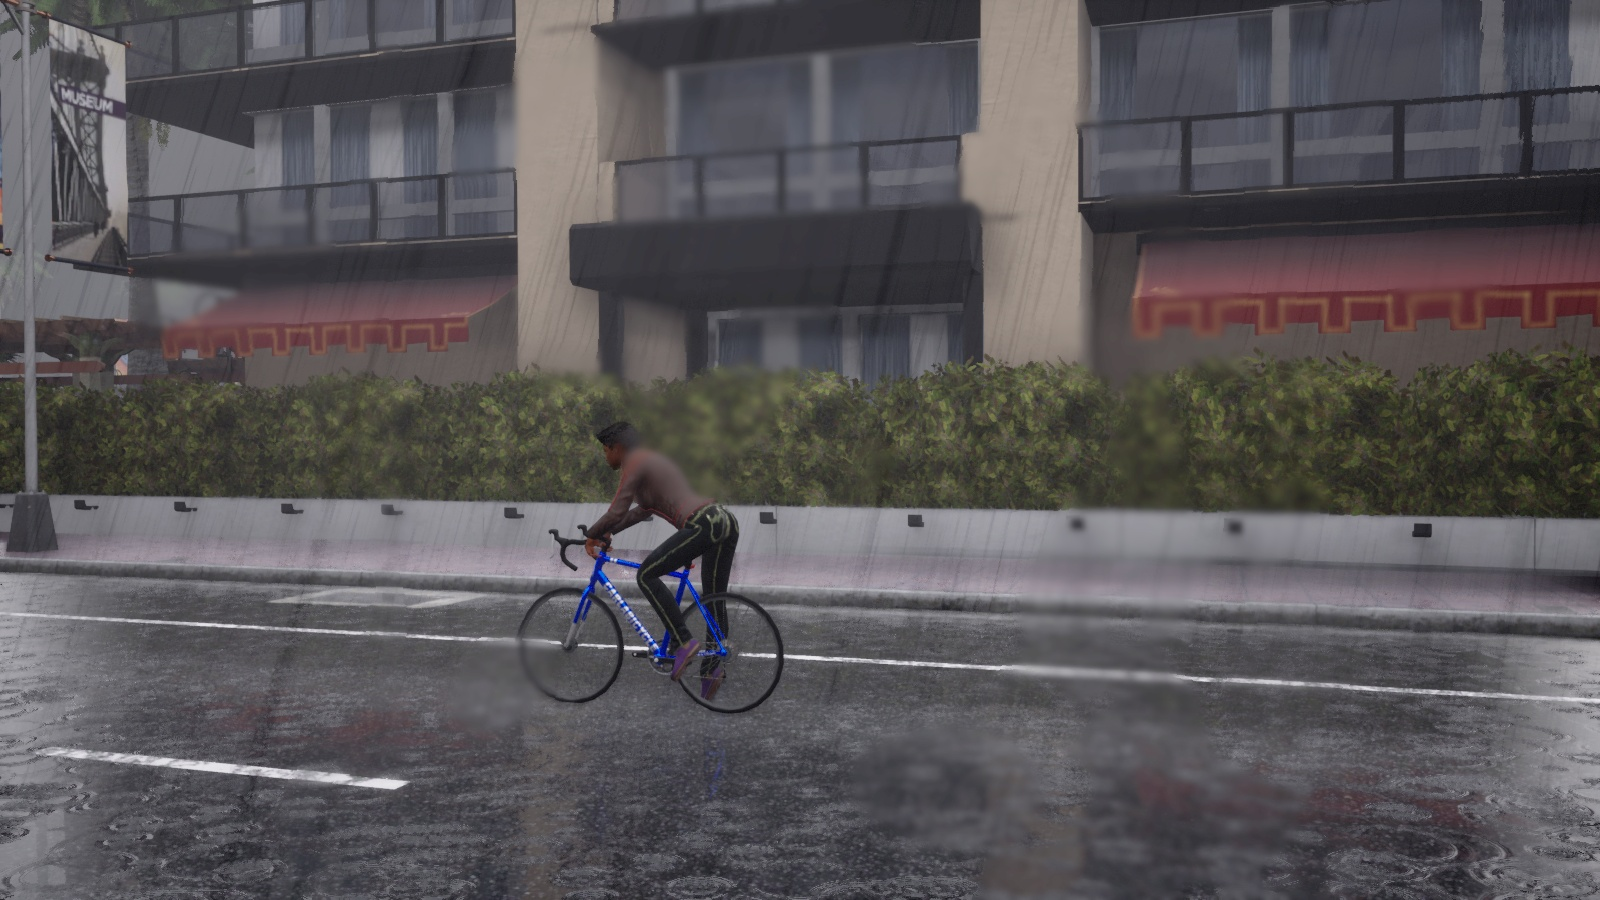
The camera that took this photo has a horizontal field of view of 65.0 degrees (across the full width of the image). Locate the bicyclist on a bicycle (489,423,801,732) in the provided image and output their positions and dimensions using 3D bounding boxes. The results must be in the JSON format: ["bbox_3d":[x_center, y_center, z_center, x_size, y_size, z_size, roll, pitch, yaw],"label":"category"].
[{"bbox_3d":[-0.873,0.662,7.111,1.656,1.620,0.582,0,1,18],"label":"bicyclist on a bicycle"}]
